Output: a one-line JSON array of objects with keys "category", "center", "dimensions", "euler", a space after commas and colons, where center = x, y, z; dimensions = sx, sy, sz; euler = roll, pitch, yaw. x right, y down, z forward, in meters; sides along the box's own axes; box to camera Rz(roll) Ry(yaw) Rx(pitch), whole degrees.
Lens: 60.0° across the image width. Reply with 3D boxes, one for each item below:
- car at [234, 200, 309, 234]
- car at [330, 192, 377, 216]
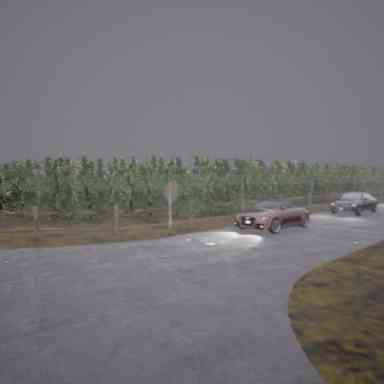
[{"category": "car", "center": [3.907, 1.084, 16.070], "dimensions": [4.181, 1.385, 1.994], "euler": [-2, 3, -43]}, {"category": "car", "center": [11.320, 0.738, 23.115], "dimensions": [4.674, 1.442, 1.812], "euler": [-2, 3, -43]}]
